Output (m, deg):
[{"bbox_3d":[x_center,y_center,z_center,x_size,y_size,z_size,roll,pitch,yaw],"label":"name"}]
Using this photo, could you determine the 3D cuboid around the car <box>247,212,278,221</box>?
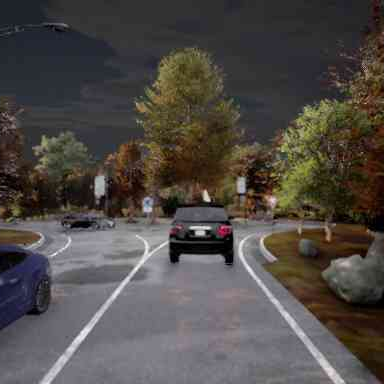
[{"bbox_3d":[11.105,3.886,52.748,2.033,1.411,5.357,2,-4,-34],"label":"car"}]

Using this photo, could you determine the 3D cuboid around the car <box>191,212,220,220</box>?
[{"bbox_3d":[2.452,4.263,59.288,4.718,1.301,1.895,0,-3,20],"label":"car"}]

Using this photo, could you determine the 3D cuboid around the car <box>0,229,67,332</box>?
[{"bbox_3d":[-3.676,1.559,4.968,1.812,1.442,4.674,0,-1,-1],"label":"car"}]

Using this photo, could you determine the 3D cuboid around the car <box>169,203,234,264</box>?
[{"bbox_3d":[0.448,1.450,12.826,2.150,2.045,5.566,0,-2,4],"label":"car"}]

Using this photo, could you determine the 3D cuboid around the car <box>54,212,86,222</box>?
[{"bbox_3d":[-18.286,3.720,50.144,1.812,1.442,4.674,-2,-4,25],"label":"car"}]

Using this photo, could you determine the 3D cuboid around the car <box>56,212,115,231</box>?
[{"bbox_3d":[-8.875,2.497,28.329,4.902,1.511,2.128,-1,-3,24],"label":"car"}]
